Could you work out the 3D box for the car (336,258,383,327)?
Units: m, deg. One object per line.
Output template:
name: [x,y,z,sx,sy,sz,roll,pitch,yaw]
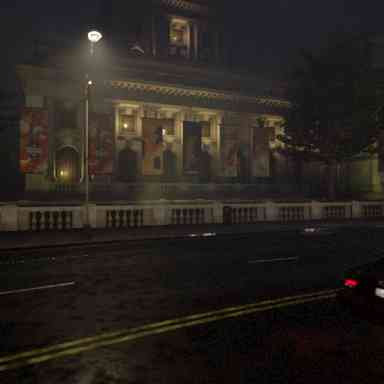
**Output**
car: [5.097,1.546,5.967,5.357,1.411,2.033,0,0,-25]
